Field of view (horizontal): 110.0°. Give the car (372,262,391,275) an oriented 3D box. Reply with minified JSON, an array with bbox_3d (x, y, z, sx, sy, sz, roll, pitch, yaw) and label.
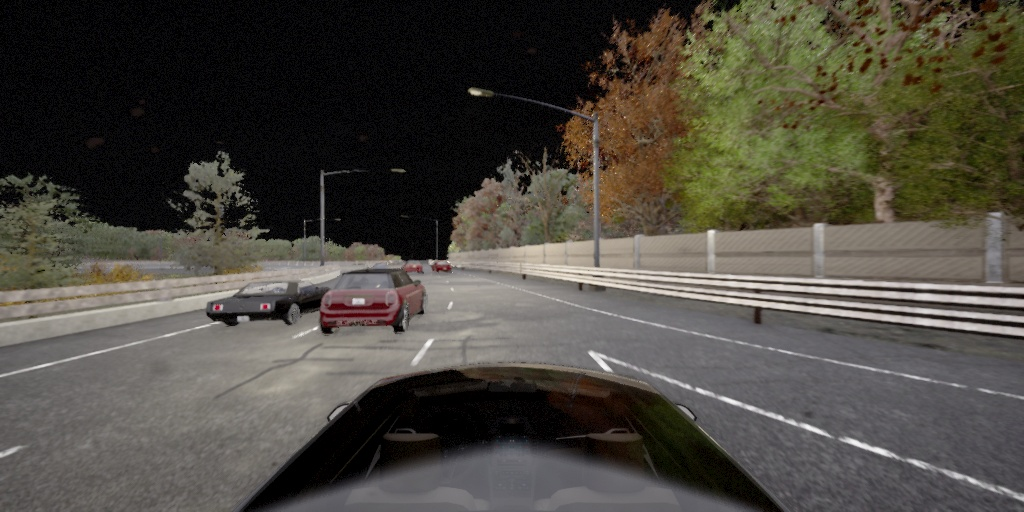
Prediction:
[{"bbox_3d":[-16.547,1.533,45.309,1.994,1.385,4.181,0,0,-24],"label":"car"}]

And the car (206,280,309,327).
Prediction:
[{"bbox_3d":[-7.519,1.429,11.969,1.895,1.301,4.718,0,0,-5],"label":"car"}]

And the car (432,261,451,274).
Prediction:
[{"bbox_3d":[-9.075,1.393,45.731,1.882,1.535,5.008,0,0,-22],"label":"car"}]

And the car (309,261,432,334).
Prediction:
[{"bbox_3d":[-3.969,1.152,11.032,2.097,1.767,4.553,0,0,-4],"label":"car"}]
